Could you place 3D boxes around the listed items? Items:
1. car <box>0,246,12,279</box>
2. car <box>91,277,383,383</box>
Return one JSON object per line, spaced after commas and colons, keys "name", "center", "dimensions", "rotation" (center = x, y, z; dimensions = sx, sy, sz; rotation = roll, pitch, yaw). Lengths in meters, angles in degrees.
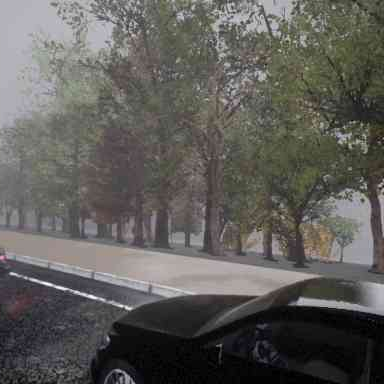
{"name": "car", "center": [-6.705, 1.548, 8.523], "dimensions": [5.357, 1.411, 2.033], "rotation": [0, 0, 36]}
{"name": "car", "center": [1.139, 1.526, 2.873], "dimensions": [4.674, 1.442, 1.812], "rotation": [0, 0, 36]}
